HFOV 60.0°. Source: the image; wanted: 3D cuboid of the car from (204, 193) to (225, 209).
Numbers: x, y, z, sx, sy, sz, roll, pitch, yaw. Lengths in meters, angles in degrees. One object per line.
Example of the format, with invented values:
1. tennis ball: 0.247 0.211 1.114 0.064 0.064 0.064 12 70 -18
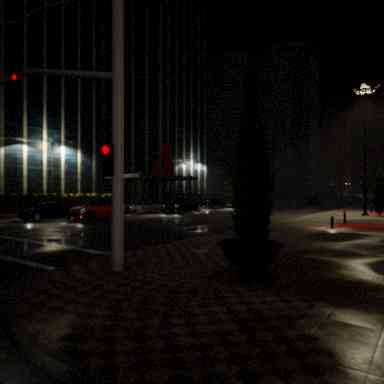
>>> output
1. car: 2.830 1.209 46.745 2.150 2.045 5.566 0 0 35

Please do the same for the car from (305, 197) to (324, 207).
1. car: 18.804 1.497 51.011 1.837 1.490 4.892 0 0 35

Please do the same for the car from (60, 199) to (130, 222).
1. car: -7.419 1.340 25.965 2.097 1.767 4.553 0 0 35

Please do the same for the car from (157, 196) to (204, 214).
1. car: -1.092 1.340 35.041 2.097 1.767 4.553 0 0 35

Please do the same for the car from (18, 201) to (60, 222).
1. car: -11.255 1.464 26.586 1.882 1.535 5.008 0 0 35

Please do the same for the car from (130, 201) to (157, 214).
1. car: -5.432 1.587 34.942 1.895 1.301 4.718 0 0 35
